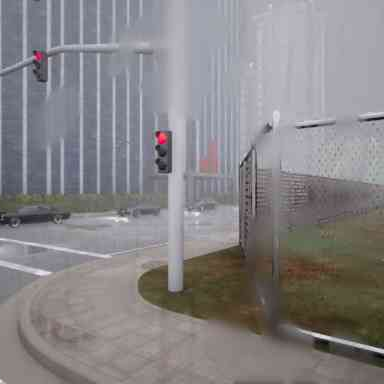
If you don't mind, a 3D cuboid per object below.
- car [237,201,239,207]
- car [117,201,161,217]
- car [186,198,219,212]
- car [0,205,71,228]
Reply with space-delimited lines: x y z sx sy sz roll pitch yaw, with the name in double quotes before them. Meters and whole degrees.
"car" 8.357 1.423 48.375 1.882 1.535 5.008 0 1 36
"car" -4.765 1.508 30.208 1.994 1.385 4.181 0 0 36
"car" 1.280 1.449 38.614 1.837 1.490 4.892 0 0 36
"car" -10.612 1.545 22.065 1.895 1.301 4.718 0 0 36
